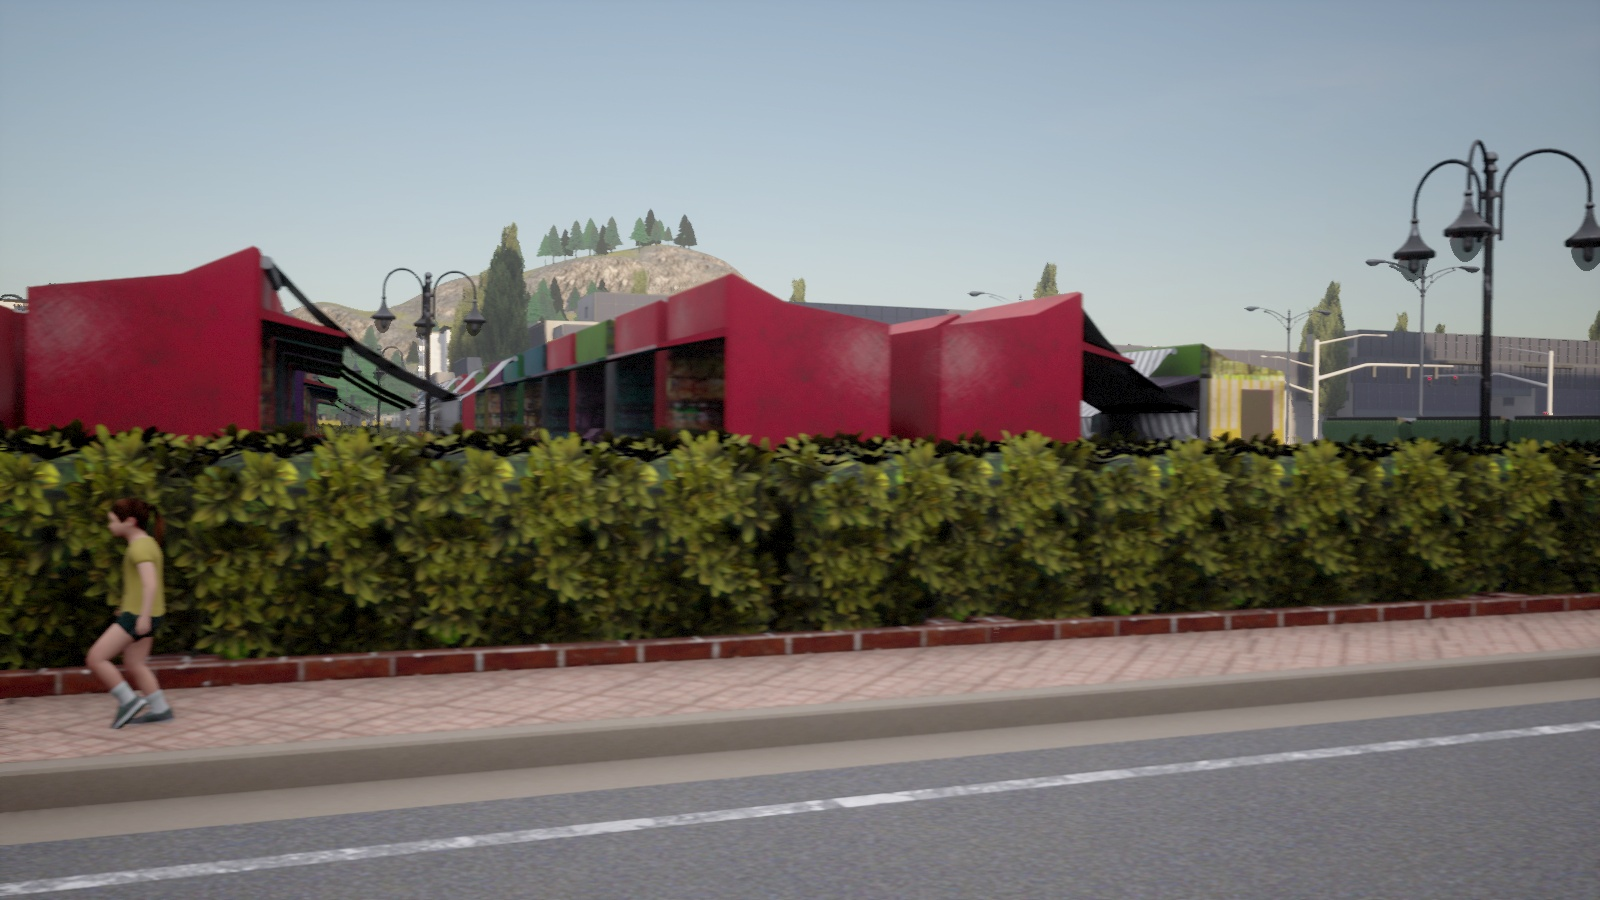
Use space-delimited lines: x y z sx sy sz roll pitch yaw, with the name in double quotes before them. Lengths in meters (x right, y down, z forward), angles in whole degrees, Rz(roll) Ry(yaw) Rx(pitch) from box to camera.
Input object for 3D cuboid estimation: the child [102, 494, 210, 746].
"child" -2.970 0.770 5.807 0.394 1.110 0.255 -1 1 -19
